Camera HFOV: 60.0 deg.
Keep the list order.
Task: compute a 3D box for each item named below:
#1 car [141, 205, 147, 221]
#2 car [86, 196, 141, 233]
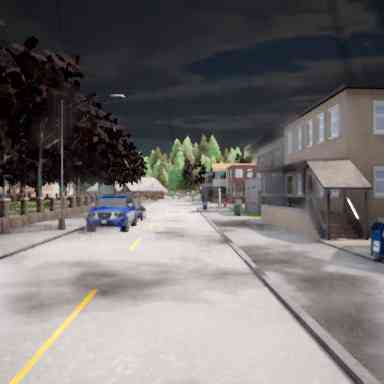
[{"bbox_3d":[-4.882,1.609,27.462,1.994,1.385,4.181,0,0,-2],"label":"car"},{"bbox_3d":[-4.740,1.258,20.339,2.150,2.045,5.566,0,-1,-2],"label":"car"}]
